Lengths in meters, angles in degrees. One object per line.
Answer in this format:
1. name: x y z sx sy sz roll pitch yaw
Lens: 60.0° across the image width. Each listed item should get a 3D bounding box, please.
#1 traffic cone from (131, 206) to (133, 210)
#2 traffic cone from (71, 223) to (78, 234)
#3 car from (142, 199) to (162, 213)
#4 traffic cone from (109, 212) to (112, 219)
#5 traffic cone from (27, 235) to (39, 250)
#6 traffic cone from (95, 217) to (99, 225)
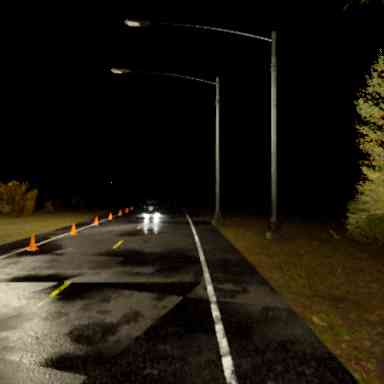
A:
1. traffic cone: -7.794 2.034 43.070 0.340 0.580 0.340 0 0 -4
2. traffic cone: -6.483 2.002 18.224 0.340 0.580 0.340 0 0 -2
3. car: -4.479 1.561 37.425 2.128 1.511 4.902 0 0 -4
4. traffic cone: -6.891 2.020 28.169 0.340 0.580 0.340 0 0 -3
5. traffic cone: -6.340 1.991 13.250 0.340 0.580 0.340 0 0 -1
6. traffic cone: -6.668 2.012 23.198 0.340 0.580 0.340 0 0 -2
